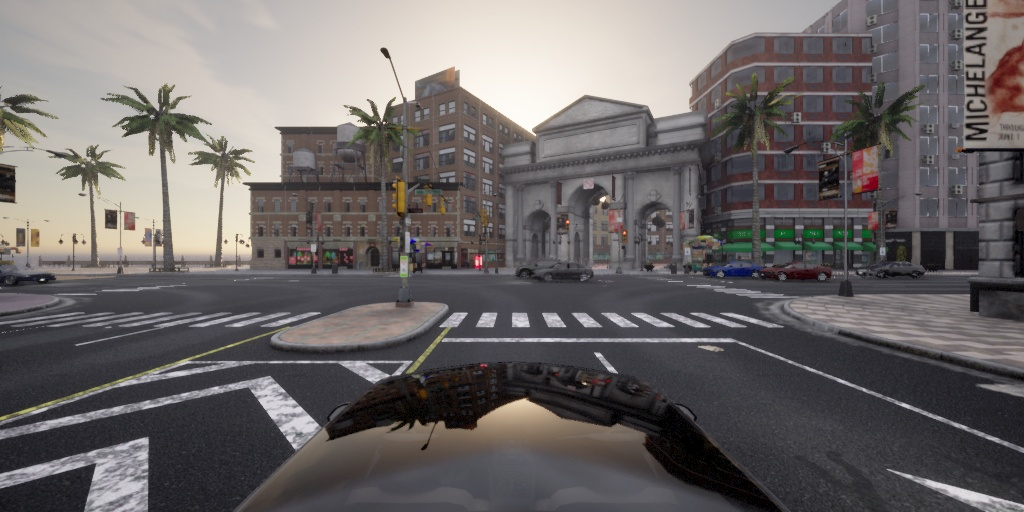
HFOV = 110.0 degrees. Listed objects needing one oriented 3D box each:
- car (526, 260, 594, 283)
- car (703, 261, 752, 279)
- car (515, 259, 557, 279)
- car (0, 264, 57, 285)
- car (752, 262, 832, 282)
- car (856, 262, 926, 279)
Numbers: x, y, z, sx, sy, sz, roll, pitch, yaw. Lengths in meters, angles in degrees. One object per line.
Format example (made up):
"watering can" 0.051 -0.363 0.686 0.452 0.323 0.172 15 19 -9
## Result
"car" 3.895 1.255 27.832 4.892 1.490 1.837 0 -1 -14
"car" 19.788 1.228 32.105 5.008 1.535 1.882 0 0 1
"car" 2.587 1.102 32.243 4.553 1.767 2.097 0 0 0
"car" -35.828 1.297 25.337 5.357 1.411 2.033 0 0 0
"car" 22.496 1.228 28.581 5.008 1.535 1.882 0 0 1
"car" 33.590 1.242 31.913 4.902 1.511 2.128 0 0 2
